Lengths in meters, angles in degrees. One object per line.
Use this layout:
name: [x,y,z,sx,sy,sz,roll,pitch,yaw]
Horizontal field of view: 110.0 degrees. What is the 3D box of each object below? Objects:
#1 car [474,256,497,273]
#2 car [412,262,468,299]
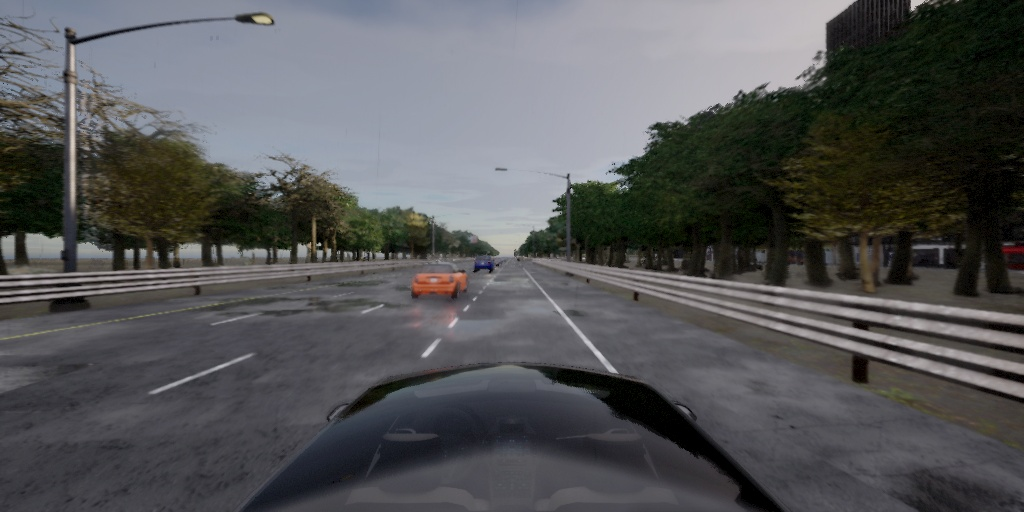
car: [-3.415,0.982,44.334,2.150,2.045,5.566,0,0,0]
car: [-3.486,1.105,18.139,2.097,1.767,4.553,0,0,0]
